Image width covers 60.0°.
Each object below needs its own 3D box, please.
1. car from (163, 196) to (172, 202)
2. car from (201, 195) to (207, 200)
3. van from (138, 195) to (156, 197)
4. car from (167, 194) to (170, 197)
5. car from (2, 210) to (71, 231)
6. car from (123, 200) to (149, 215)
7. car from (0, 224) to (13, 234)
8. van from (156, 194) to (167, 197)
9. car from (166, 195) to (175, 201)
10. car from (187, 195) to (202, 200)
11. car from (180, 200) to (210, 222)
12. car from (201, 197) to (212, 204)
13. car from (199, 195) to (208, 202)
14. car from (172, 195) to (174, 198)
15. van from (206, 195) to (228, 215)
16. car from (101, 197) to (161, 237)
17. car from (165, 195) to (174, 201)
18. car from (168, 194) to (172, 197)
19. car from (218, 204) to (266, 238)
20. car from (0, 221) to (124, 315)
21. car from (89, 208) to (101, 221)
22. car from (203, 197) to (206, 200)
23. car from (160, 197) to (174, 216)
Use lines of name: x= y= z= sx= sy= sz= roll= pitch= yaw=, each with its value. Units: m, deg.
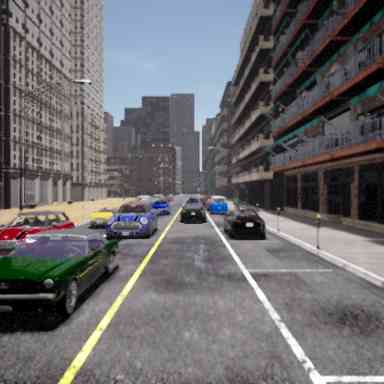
car: x=-5.692 y=1.592 z=78.351 sx=1.802 sy=1.307 sz=4.206 roll=0 pitch=0 yaw=0
car: x=2.687 y=1.543 z=45.184 sx=2.008 sy=1.369 sz=4.403 roll=0 pitch=0 yaw=0
van: x=-5.695 y=1.332 z=39.658 sx=1.690 sy=1.788 sz=3.998 roll=0 pitch=0 yaw=0
car: x=-5.692 y=1.580 z=61.768 sx=1.802 sy=1.307 sz=4.206 roll=0 pitch=0 yaw=0
car: x=-5.696 y=1.434 z=12.020 sx=1.967 sy=1.590 sz=4.097 roll=0 pitch=0 yaw=0
car: x=-5.694 y=1.536 z=34.130 sx=1.887 sy=1.381 sz=4.507 roll=0 pitch=0 yaw=0
car: x=-5.695 y=1.562 z=6.492 sx=1.947 sy=1.339 sz=4.313 roll=0 pitch=0 yaw=0
van: x=-5.694 y=1.337 z=56.240 sx=1.690 sy=1.788 sz=3.998 roll=0 pitch=0 yaw=0
car: x=-5.691 y=1.571 z=89.406 sx=2.008 sy=1.369 sz=4.403 roll=0 pitch=0 yaw=0
car: x=0.096 y=1.498 z=45.824 sx=1.837 sy=1.490 sz=4.892 roll=0 pitch=0 yaw=0
car: x=0.103 y=1.557 z=26.341 sx=1.994 sy=1.385 sz=4.181 roll=0 pitch=0 yaw=0
car: x=2.688 y=1.564 z=61.767 sx=1.947 sy=1.339 sz=4.313 roll=0 pitch=0 yaw=0
car: x=2.688 y=1.451 z=78.350 sx=1.967 sy=1.590 sz=4.097 roll=0 pitch=0 yaw=0
car: x=-5.694 y=1.320 z=72.823 sx=2.192 sy=1.841 sz=5.009 roll=0 pitch=0 yaw=0
van: x=2.686 y=1.333 z=34.128 sx=1.690 sy=1.788 sz=3.998 roll=0 pitch=0 yaw=0
car: x=-3.055 y=1.344 z=17.727 sx=2.097 sy=1.767 sz=4.553 roll=0 pitch=0 yaw=0
car: x=-5.692 y=1.560 z=83.878 sx=1.887 sy=1.381 sz=4.507 roll=0 pitch=0 yaw=0
car: x=-5.692 y=1.552 z=67.296 sx=2.008 sy=1.369 sz=4.403 roll=0 pitch=0 yaw=0
car: x=2.685 y=1.559 z=17.546 sx=1.947 sy=1.339 sz=4.313 roll=0 pitch=0 yaw=0
car: x=-3.085 y=1.597 z=7.647 sx=1.895 sy=1.301 sz=4.718 roll=0 pitch=0 yaw=0
car: x=-5.695 y=1.517 z=22.904 sx=1.752 sy=1.417 sz=4.829 roll=0 pitch=0 yaw=0
car: x=2.687 y=1.536 z=39.657 sx=1.887 sy=1.381 sz=4.507 roll=0 pitch=0 yaw=0
car: x=-3.040 y=1.517 z=32.744 sx=1.812 sy=1.442 sz=4.674 roll=0 pitch=0 yaw=1
